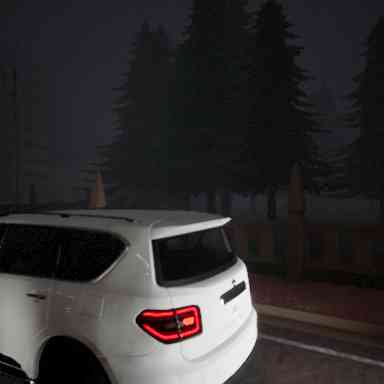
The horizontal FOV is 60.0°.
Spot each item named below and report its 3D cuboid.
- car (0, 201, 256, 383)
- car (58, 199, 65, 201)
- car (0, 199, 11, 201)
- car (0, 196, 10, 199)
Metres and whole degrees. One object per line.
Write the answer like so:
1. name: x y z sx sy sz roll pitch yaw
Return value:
1. car: -1.919 1.249 4.629 5.566 2.045 2.150 0 0 29
2. car: -15.286 1.797 45.210 1.837 1.490 4.892 0 0 22
3. car: -19.196 1.811 35.621 1.812 1.442 4.674 0 0 22
4. car: -22.577 1.530 36.622 2.150 2.045 5.566 0 0 22
